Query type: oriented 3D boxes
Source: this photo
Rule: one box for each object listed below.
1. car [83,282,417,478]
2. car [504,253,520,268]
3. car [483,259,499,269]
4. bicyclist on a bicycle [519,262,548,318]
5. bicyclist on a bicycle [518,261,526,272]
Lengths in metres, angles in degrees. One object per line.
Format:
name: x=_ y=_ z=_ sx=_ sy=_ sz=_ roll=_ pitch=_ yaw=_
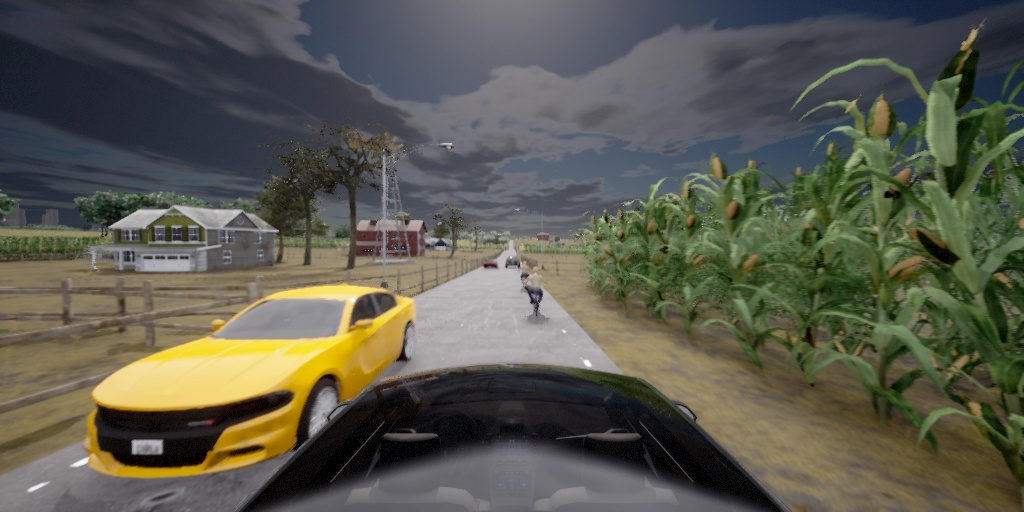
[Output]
car: x=-2.848 y=1.211 z=5.298 sx=1.882 sy=1.535 sz=5.008 roll=0 pitch=0 yaw=0
car: x=0.119 y=0.780 z=53.368 sx=2.097 sy=1.767 sz=4.553 roll=0 pitch=1 yaw=0
car: x=-2.804 y=1.074 z=47.951 sx=1.895 sy=1.301 sz=4.718 roll=0 pitch=0 yaw=0
bicyclist on a bicycle: x=0.773 y=1.137 z=11.829 sx=0.866 sy=1.612 sz=1.509 roll=0 pitch=2 yaw=0
bicyclist on a bicycle: x=0.747 y=1.091 z=20.581 sx=0.866 sy=1.612 sz=1.509 roll=0 pitch=0 yaw=0
